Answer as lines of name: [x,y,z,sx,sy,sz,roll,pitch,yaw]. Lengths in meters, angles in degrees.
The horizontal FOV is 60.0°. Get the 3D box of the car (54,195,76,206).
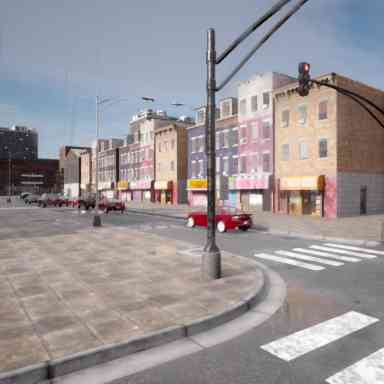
car: [-17.371,1.136,45.299,1.802,1.307,4.206,0,0,-35]

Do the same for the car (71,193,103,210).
car: [-11.097,0.964,36.414,2.192,1.841,5.009,1,0,-35]

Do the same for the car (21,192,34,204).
car: [-23.573,1.046,49.502,2.033,1.411,5.357,0,1,-35]

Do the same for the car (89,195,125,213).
car: [-7.964,1.244,31.973,1.887,1.381,4.507,1,0,-35]

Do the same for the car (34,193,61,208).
car: [-17.714,0.936,41.283,2.097,1.767,4.553,0,1,-35]

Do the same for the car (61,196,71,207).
car: [-14.236,1.183,40.858,1.802,1.307,4.206,0,0,-35]

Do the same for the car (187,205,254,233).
car: [1.442,1.403,18.647,1.887,1.381,4.507,1,0,-35]

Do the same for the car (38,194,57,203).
car: [-23.641,1.014,54.184,2.008,1.369,4.403,0,0,-35]

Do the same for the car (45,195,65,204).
car: [-20.506,1.090,49.742,1.802,1.307,4.206,0,0,-35]
